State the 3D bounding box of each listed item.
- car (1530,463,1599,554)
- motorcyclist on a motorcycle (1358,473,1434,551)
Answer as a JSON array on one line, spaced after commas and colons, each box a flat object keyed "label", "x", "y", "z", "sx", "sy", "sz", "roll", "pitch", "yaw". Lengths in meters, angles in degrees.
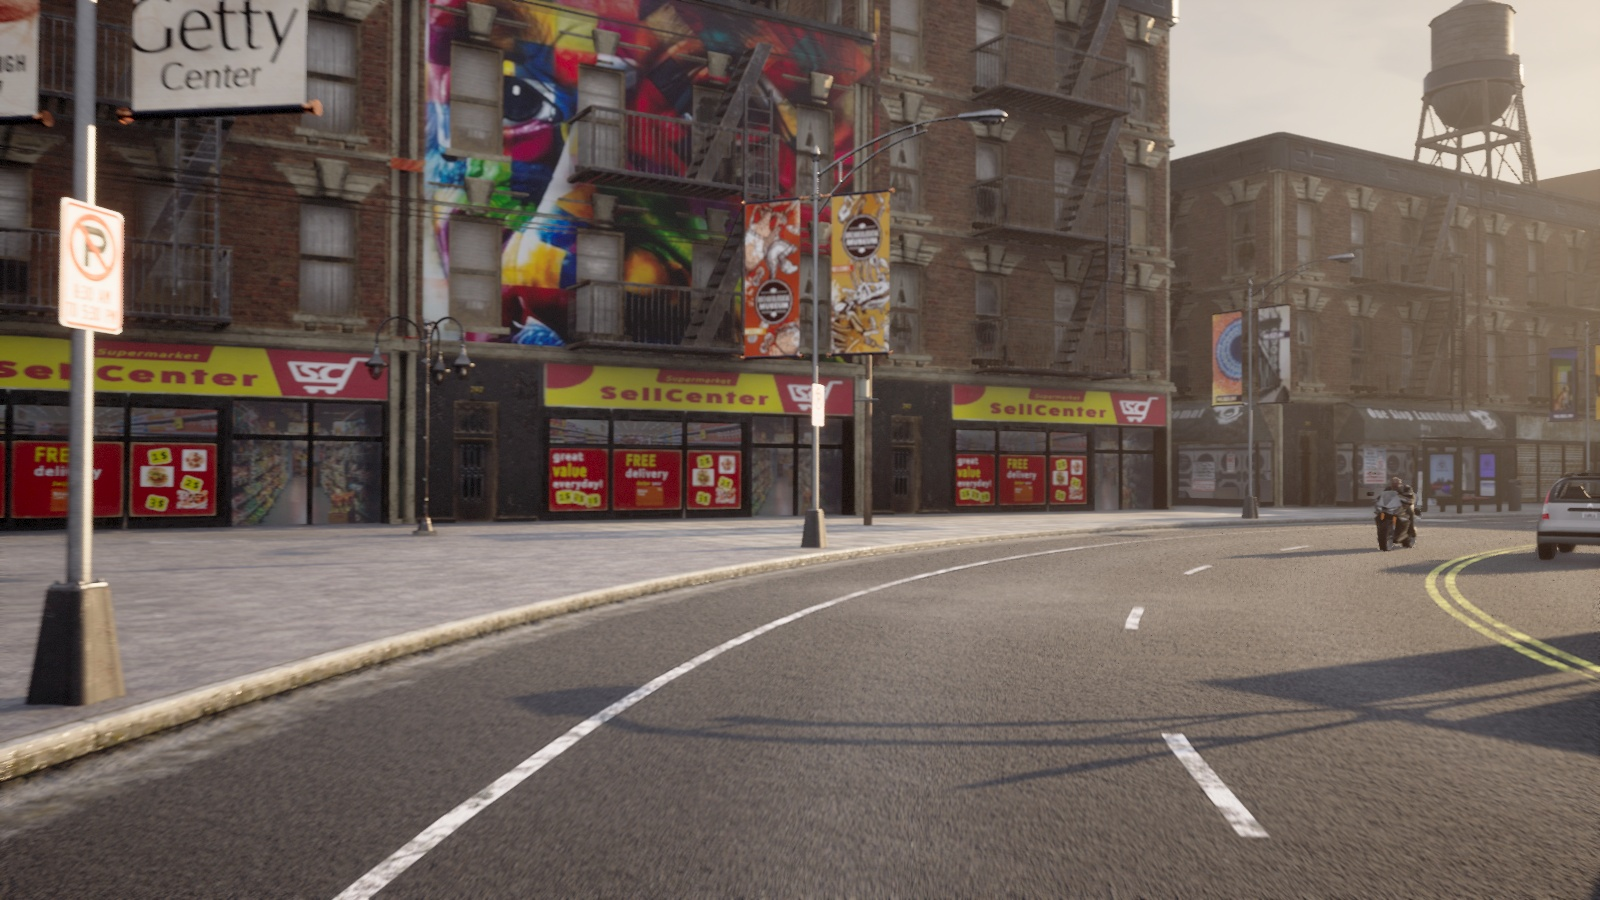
[{"label": "car", "x": 15.429, "y": 1.068, "z": 24.115, "sx": 1.851, "sy": 1.617, "sz": 3.988, "roll": -1, "pitch": -1, "yaw": 39}, {"label": "motorcyclist on a motorcycle", "x": 12.312, "y": 1.244, "z": 25.903, "sx": 0.866, "sy": 1.530, "sz": 2.191, "roll": -1, "pitch": -1, "yaw": 41}]
